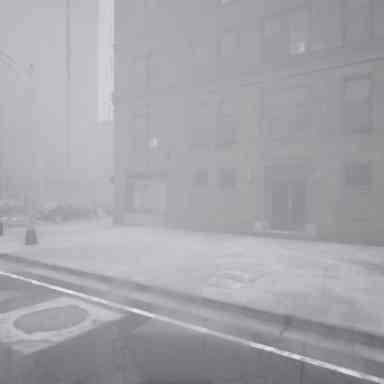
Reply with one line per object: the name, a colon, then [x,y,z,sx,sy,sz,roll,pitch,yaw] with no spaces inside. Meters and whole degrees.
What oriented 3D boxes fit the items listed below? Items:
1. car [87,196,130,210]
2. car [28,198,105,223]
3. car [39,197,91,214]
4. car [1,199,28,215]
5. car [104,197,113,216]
car: [-9.323,1.191,37.504,1.887,1.381,4.507,1,2,35]
car: [-8.765,1.397,23.592,1.887,1.381,4.507,1,2,35]
car: [-12.516,1.269,33.020,1.887,1.381,4.507,1,2,35]
car: [-15.709,1.347,28.536,1.887,1.381,4.507,1,2,35]
car: [-5.572,1.325,28.076,2.008,1.369,4.403,1,2,35]
